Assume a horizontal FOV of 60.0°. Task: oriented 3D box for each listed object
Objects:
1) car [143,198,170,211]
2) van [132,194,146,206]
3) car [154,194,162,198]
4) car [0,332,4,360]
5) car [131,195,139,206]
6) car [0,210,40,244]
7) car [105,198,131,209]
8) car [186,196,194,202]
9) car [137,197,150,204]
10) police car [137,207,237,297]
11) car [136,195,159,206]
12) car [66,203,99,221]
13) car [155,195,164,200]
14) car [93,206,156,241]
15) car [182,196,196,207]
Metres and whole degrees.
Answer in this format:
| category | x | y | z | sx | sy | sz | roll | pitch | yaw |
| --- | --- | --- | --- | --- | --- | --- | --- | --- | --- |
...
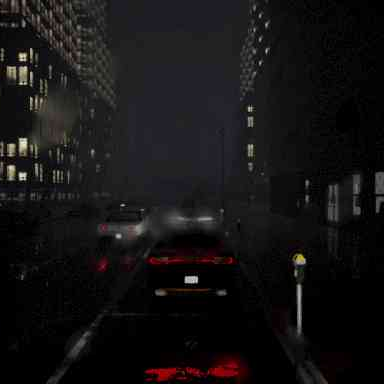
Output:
| category | x | y | z | sx | sy | sz | roll | pitch | yaw |
| --- | --- | --- | --- | --- | --- | --- | --- | --- | --- |
| car | -3.126 | 1.555 | 31.714 | 1.994 | 1.385 | 4.181 | 0 | 0 | 1 |
| van | -8.831 | 1.315 | 55.646 | 1.690 | 1.788 | 3.998 | 0 | 0 | 0 |
| car | -8.832 | 1.391 | 78.413 | 1.967 | 1.590 | 4.097 | 0 | 0 | 0 |
| car | -3.145 | 1.525 | 1.998 | 1.812 | 1.442 | 4.674 | 0 | 0 | 0 |
| car | -8.832 | 1.523 | 49.953 | 1.887 | 1.381 | 4.507 | 0 | 0 | 0 |
| car | -8.833 | 1.563 | 15.800 | 1.947 | 1.339 | 4.313 | 0 | 0 | 0 |
| car | -8.833 | 1.537 | 38.569 | 2.008 | 1.369 | 4.403 | 0 | 0 | 0 |
| car | -0.452 | 1.533 | 78.399 | 1.802 | 1.307 | 4.206 | 0 | 0 | 0 |
| car | -8.832 | 1.550 | 61.338 | 1.802 | 1.307 | 4.206 | 0 | 0 | 0 |
| police car | -0.012 | 1.424 | 8.759 | 1.930 | 1.638 | 5.238 | 0 | 0 | 0 |
| car | -6.170 | 1.545 | 46.831 | 1.994 | 1.385 | 4.181 | 0 | 0 | 0 |
| car | -8.832 | 1.575 | 27.183 | 1.802 | 1.307 | 4.206 | 0 | 0 | 0 |
| car | -8.832 | 1.504 | 89.799 | 1.947 | 1.339 | 4.313 | 0 | 0 | 0 |
| car | -3.127 | 1.598 | 16.533 | 1.895 | 1.301 | 4.718 | 0 | 0 | 1 |
| car | -0.452 | 1.548 | 44.248 | 1.947 | 1.339 | 4.313 | 0 | 0 | 0 |
